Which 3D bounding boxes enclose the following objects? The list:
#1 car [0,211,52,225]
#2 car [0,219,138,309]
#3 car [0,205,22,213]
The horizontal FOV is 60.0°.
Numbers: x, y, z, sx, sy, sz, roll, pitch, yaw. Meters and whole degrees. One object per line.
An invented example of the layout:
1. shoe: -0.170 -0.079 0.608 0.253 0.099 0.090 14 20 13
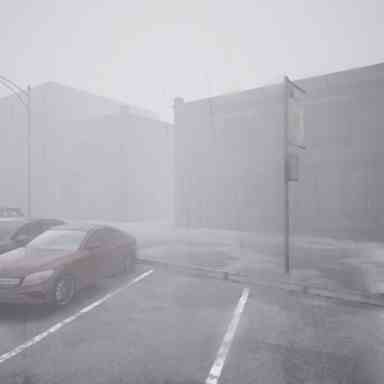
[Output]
1. car: -5.337 1.517 9.872 2.163 1.488 4.792 1 -1 16
2. car: -2.888 1.527 8.154 2.002 1.452 4.674 1 -1 16
3. car: -7.756 1.366 11.680 2.185 1.767 4.553 1 -1 16
